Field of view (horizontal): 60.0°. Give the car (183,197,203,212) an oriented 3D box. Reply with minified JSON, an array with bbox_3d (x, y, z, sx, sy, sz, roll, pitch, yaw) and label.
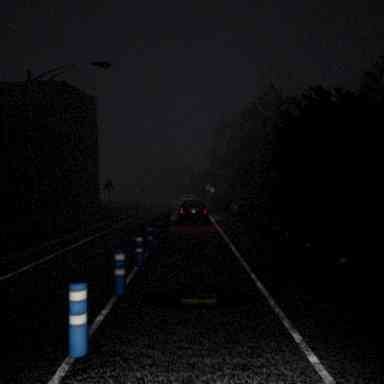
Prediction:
[{"bbox_3d":[0.059,1.411,37.852,2.128,1.511,4.902,0,0,-1],"label":"car"}]

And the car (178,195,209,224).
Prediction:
[{"bbox_3d":[0.098,1.302,24.175,2.097,1.767,4.553,0,0,0],"label":"car"}]
